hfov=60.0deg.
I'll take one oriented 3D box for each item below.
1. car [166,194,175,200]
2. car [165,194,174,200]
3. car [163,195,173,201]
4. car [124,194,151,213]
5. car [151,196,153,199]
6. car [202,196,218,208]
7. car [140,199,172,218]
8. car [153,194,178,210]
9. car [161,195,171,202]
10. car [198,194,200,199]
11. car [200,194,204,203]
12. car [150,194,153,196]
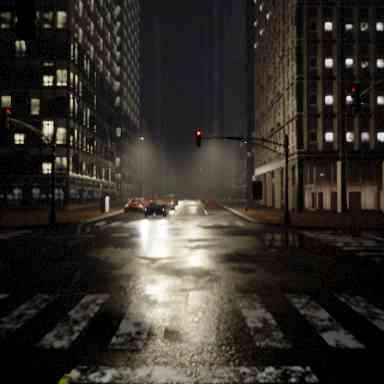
[{"bbox_3d":[-5.718,1.331,89.977,2.008,1.369,4.403,1,0,0],"label":"car"},{"bbox_3d":[-5.715,1.338,84.402,1.887,1.381,4.507,1,0,0],"label":"car"},{"bbox_3d":[-5.713,1.357,78.827,2.008,1.369,4.403,1,0,0],"label":"car"},{"bbox_3d":[-5.690,1.355,34.226,1.967,1.590,4.097,1,0,0],"label":"car"},{"bbox_3d":[-5.695,1.483,39.801,1.802,1.307,4.206,1,0,0],"label":"car"},{"bbox_3d":[2.682,1.470,45.442,1.802,1.307,4.206,1,0,0],"label":"car"},{"bbox_3d":[-3.097,1.528,29.486,1.895,1.301,4.718,0,0,-1],"label":"car"},{"bbox_3d":[-3.106,1.253,39.935,2.097,1.767,4.553,0,0,0],"label":"car"},{"bbox_3d":[-5.710,1.365,73.252,1.887,1.381,4.507,1,0,0],"label":"car"},{"bbox_3d":[2.675,1.413,62.175,1.947,1.339,4.313,1,0,0],"label":"car"},{"bbox_3d":[2.679,1.386,56.768,1.752,1.417,4.829,1,0,0],"label":"car"},{"bbox_3d":[-5.692,1.203,45.376,2.192,1.841,5.009,1,0,0],"label":"car"}]
